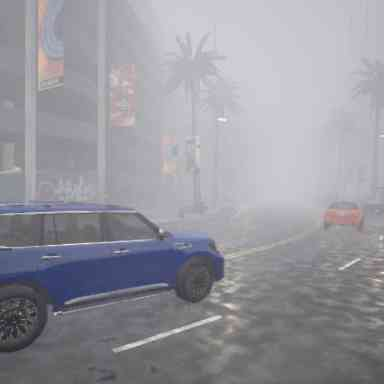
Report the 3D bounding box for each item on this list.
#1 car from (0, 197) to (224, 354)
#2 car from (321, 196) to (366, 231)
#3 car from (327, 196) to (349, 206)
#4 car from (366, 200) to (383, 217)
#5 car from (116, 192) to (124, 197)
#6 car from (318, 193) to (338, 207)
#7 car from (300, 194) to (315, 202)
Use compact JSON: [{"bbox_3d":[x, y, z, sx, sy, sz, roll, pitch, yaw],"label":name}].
[{"bbox_3d":[-1.909,1.212,6.396,5.566,2.045,2.150,1,0,-38],"label":"car"},{"bbox_3d":[9.655,1.340,21.097,2.097,1.767,4.553,0,0,27],"label":"car"},{"bbox_3d":[24.054,1.449,54.816,2.231,1.521,4.892,0,0,10],"label":"car"},{"bbox_3d":[16.357,1.461,30.858,1.882,1.535,5.008,0,0,13],"label":"car"},{"bbox_3d":[-11.626,0.978,53.577,2.435,2.045,5.566,0,0,10],"label":"car"},{"bbox_3d":[19.842,1.193,48.254,2.150,2.045,5.566,0,0,10],"label":"car"},{"bbox_3d":[29.243,1.301,83.729,2.185,1.767,4.553,0,0,10],"label":"car"}]
